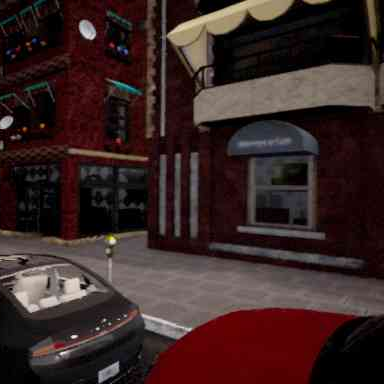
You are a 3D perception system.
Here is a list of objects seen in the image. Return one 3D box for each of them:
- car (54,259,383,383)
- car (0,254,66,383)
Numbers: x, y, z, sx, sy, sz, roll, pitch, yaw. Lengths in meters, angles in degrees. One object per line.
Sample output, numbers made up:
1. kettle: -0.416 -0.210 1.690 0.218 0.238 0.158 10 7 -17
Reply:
1. car: 1.911 1.315 1.343 5.009 1.841 2.192 0 1 36
2. car: -2.603 1.550 4.570 4.403 1.369 2.008 0 1 36
